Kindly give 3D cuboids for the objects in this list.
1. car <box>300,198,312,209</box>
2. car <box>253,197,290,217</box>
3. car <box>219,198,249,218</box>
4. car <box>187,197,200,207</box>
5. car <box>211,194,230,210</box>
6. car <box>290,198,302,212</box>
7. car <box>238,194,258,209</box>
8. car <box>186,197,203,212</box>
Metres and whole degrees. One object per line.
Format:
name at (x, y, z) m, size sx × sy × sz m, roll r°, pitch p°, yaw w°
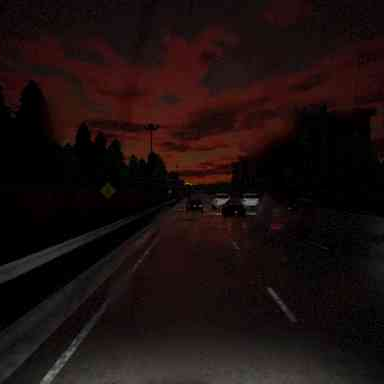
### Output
car at (14.338, 1.478, 44.319) m, size 1.882 × 1.535 × 5.008 m, roll 0°, pitch 0°, yaw 0°
car at (7.279, 1.503, 31.037) m, size 1.837 × 1.490 × 4.892 m, roll 0°, pitch -1°, yaw 0°
car at (3.774, 1.525, 30.583) m, size 1.812 × 1.442 × 4.674 m, roll 0°, pitch 0°, yaw 0°
car at (0.262, 1.526, 51.037) m, size 1.812 × 1.442 × 4.674 m, roll 0°, pitch 0°, yaw 0°
car at (3.832, 1.221, 43.938) m, size 2.150 × 2.045 × 5.566 m, roll 0°, pitch 0°, yaw 0°
car at (10.820, 1.601, 38.843) m, size 1.895 × 1.301 × 4.718 m, roll 0°, pitch 0°, yaw 0°
car at (7.333, 1.221, 43.397) m, size 2.150 × 2.045 × 5.566 m, roll 0°, pitch 0°, yaw 0°
car at (0.327, 1.547, 38.354) m, size 2.033 × 1.411 × 5.357 m, roll 0°, pitch 0°, yaw 1°
